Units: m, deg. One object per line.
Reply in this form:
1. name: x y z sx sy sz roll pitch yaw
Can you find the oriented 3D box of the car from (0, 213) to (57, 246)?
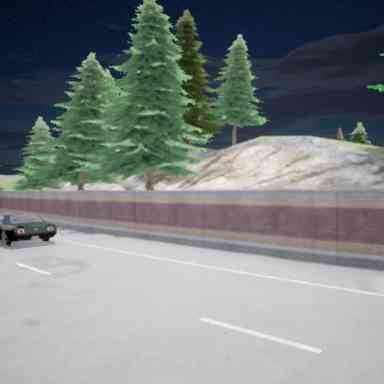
1. car: -8.229 1.641 15.513 4.718 1.301 1.895 0 0 43
